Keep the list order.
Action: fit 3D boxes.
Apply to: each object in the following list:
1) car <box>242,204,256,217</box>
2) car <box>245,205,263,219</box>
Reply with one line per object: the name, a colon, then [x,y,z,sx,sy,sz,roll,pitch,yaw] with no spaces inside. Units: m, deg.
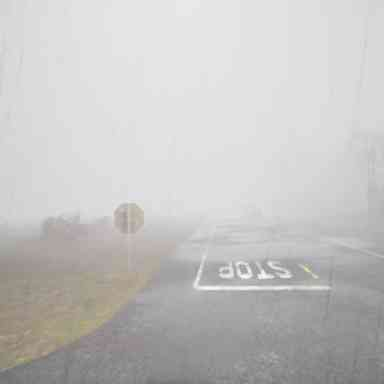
car: [9.506,3.003,54.455,2.150,2.045,5.566,-2,-2,5]
car: [8.821,3.009,46.484,1.837,1.490,4.892,-2,-2,6]
